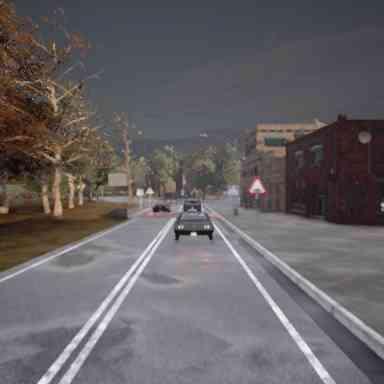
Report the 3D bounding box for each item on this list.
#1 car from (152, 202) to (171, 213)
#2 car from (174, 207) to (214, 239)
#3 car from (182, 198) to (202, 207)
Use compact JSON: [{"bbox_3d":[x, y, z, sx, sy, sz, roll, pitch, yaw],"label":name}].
[{"bbox_3d":[-3.419,1.774,37.764,1.895,1.301,4.718,0,-2,0],"label":"car"},{"bbox_3d":[0.082,1.669,17.610,1.895,1.301,4.718,0,0,0],"label":"car"},{"bbox_3d":[0.032,1.490,35.469,1.837,1.490,4.892,0,-5,0],"label":"car"}]
